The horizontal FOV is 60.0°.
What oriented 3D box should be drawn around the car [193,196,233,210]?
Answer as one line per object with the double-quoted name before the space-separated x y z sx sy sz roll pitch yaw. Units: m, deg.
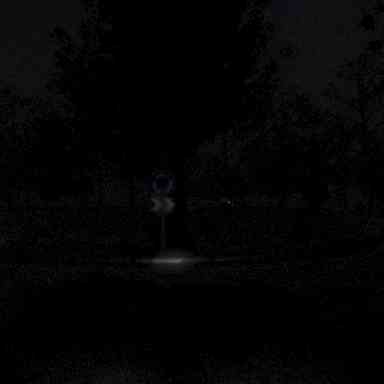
"car" 2.402 1.241 38.365 4.674 1.442 1.812 0 0 16
